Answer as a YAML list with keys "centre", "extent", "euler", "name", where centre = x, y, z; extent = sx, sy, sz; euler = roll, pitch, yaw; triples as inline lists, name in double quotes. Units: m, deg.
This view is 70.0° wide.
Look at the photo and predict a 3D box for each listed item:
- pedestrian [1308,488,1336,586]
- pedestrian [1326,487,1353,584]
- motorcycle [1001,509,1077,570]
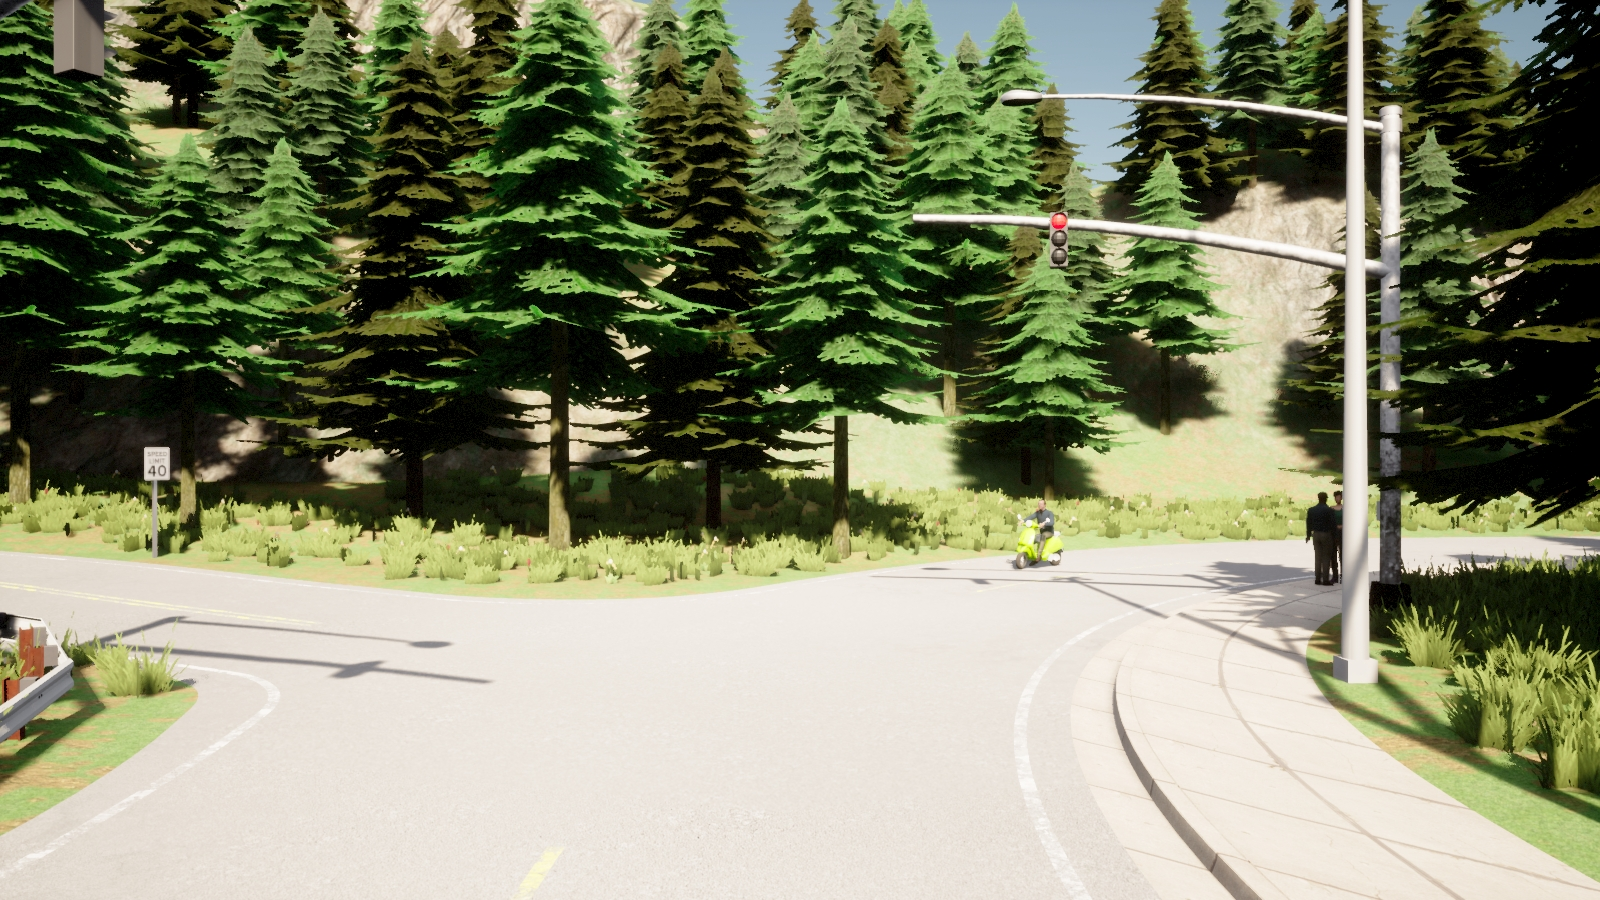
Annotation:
- centre: [10.069, 1.668, 22.032]
  extent: [0.375, 1.860, 0.375]
  euler: [0, 0, -42]
  name: "pedestrian"
- centre: [10.564, 1.668, 22.371]
  extent: [0.375, 1.860, 0.375]
  euler: [0, 0, -41]
  name: "pedestrian"
- centre: [5.702, 2.113, 27.217]
  extent: [1.805, 1.316, 0.856]
  euler: [0, 0, -41]
  name: "motorcycle"
